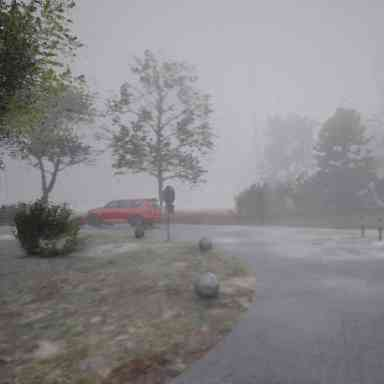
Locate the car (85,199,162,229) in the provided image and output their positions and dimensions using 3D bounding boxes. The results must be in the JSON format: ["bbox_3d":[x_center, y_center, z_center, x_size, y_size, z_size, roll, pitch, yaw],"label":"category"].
[{"bbox_3d":[-4.911,1.539,23.919,5.566,2.045,2.150,-1,-1,17],"label":"car"}]
